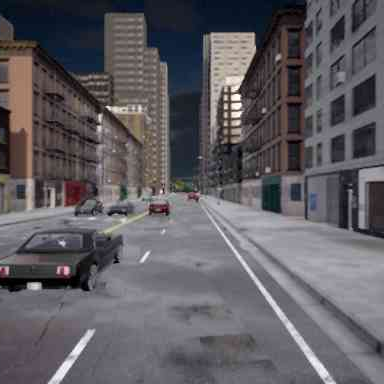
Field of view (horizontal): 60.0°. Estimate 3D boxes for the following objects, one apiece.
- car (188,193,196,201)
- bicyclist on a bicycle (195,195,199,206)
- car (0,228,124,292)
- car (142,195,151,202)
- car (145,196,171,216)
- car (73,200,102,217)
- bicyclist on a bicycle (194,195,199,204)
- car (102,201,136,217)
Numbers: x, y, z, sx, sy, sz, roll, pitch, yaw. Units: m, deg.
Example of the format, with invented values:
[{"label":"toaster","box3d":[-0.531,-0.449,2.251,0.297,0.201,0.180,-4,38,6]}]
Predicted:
[{"label":"car","box3d":[0.032,1.257,86.275,2.150,2.045,5.566,0,0,0]},{"label":"bicyclist on a bicycle","box3d":[0.914,1.387,54.520,0.659,1.776,1.843,0,0,0]},{"label":"car","box3d":[-3.145,1.599,8.873,1.895,1.301,4.718,0,0,0]},{"label":"car","box3d":[-9.723,1.489,72.235,1.812,1.442,4.674,0,0,0]},{"label":"car","box3d":[-3.137,1.484,33.255,1.882,1.535,5.008,0,0,0]},{"label":"car","box3d":[-9.826,1.511,32.029,1.837,1.490,4.892,0,0,0]},{"label":"bicyclist on a bicycle","box3d":[0.915,1.459,64.194,0.866,1.612,1.509,0,-1,0]},{"label":"car","box3d":[-6.581,1.553,31.450,2.033,1.411,5.357,0,0,0]}]
